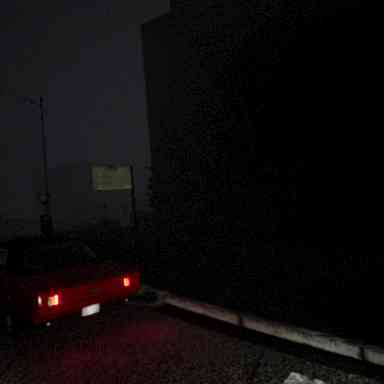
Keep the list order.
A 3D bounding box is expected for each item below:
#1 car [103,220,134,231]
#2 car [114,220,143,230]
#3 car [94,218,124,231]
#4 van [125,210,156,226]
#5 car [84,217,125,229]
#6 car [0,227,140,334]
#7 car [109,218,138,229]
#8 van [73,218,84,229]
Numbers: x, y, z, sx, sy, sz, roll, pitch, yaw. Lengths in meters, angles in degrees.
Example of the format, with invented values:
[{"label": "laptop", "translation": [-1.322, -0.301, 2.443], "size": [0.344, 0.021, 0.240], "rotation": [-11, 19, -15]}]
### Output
[{"label": "car", "translation": [-13.123, 5.965, 59.358], "size": [5.366, 1.575, 1.946], "rotation": [-7, -8, 24]}, {"label": "car", "translation": [-11.786, 6.216, 61.805], "size": [4.792, 1.488, 2.163], "rotation": [-7, -8, 24]}, {"label": "car", "translation": [-14.126, 5.567, 56.635], "size": [4.553, 1.767, 2.185], "rotation": [-7, -8, 24]}, {"label": "van", "translation": [-6.127, 3.507, 44.330], "size": [4.442, 1.987, 1.878], "rotation": [-7, -7, 24]}, {"label": "car", "translation": [-11.346, 4.091, 44.044], "size": [2.128, 1.511, 4.902], "rotation": [-7, -6, 24]}, {"label": "car", "translation": [-3.229, 1.552, 6.777], "size": [4.718, 1.301, 1.895], "rotation": [1, 2, 43]}, {"label": "car", "translation": [-10.771, 5.035, 53.002], "size": [1.882, 1.535, 5.008], "rotation": [-7, -8, 24]}, {"label": "van", "translation": [-16.539, 5.028, 51.645], "size": [4.442, 1.987, 1.878], "rotation": [-7, -7, 24]}]
